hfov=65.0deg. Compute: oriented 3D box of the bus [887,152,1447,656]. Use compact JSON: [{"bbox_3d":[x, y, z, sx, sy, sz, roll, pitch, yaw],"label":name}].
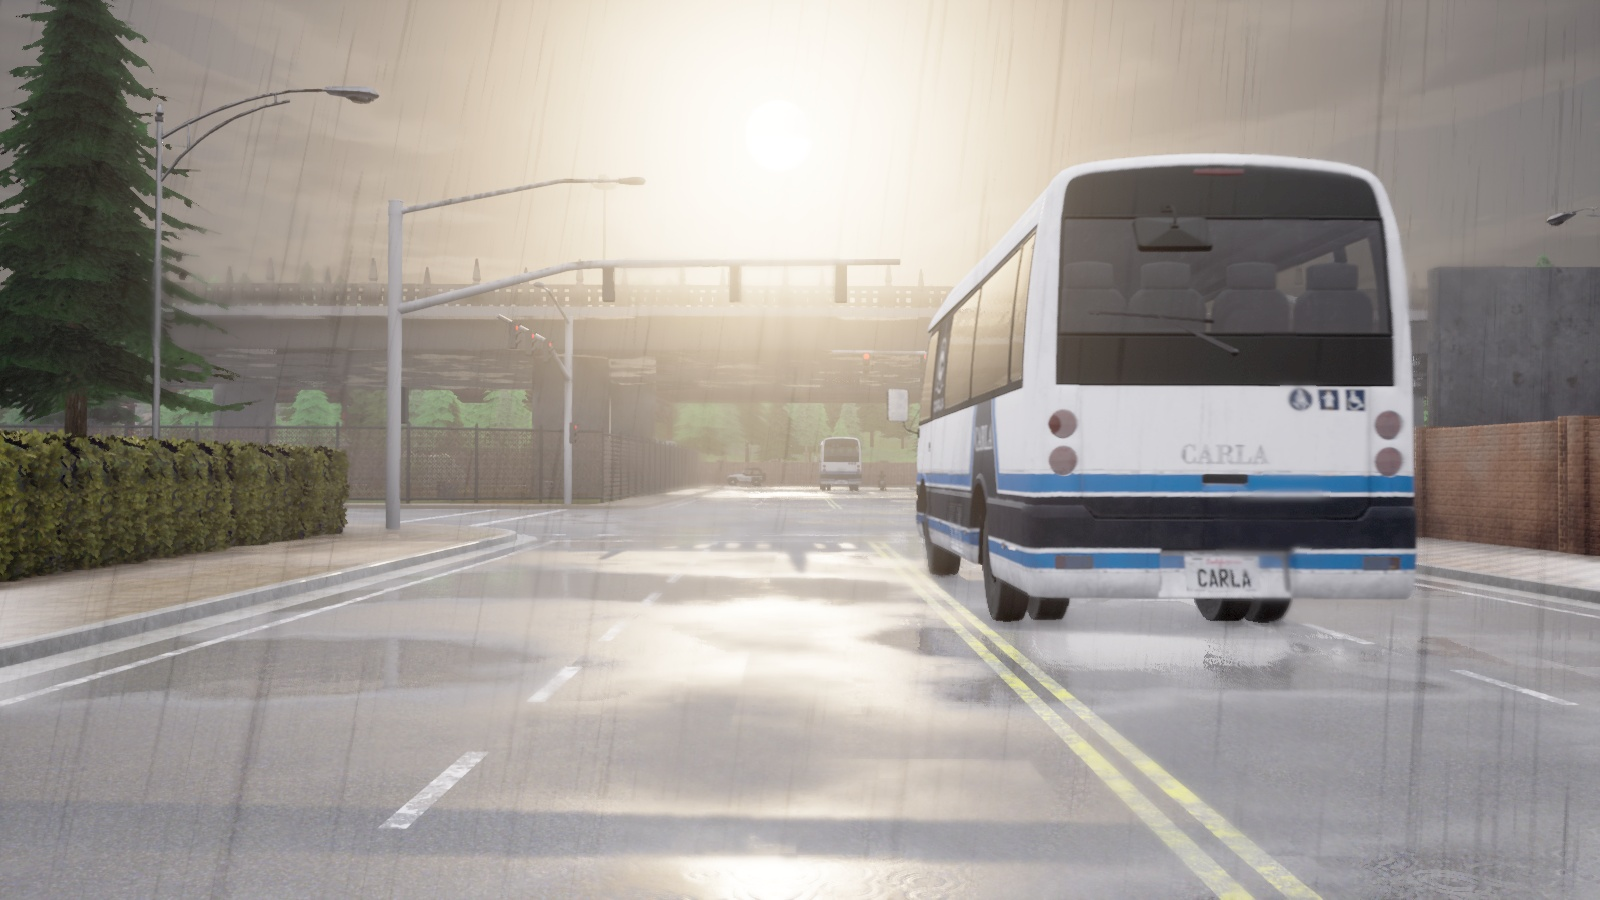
[{"bbox_3d":[3.454,-0.312,15.751,3.944,4.253,10.273,0,-1,0],"label":"bus"}]
